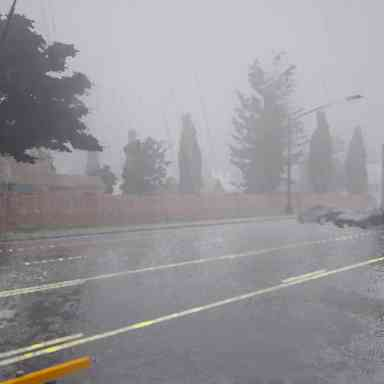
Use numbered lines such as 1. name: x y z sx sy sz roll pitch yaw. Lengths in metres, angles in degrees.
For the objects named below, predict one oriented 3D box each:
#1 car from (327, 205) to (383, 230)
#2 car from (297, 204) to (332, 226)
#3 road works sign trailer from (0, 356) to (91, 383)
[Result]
1. car: 11.688 1.705 22.445 5.357 1.411 2.033 0 -1 -38
2. car: 10.052 1.710 25.613 4.892 1.490 1.837 0 -1 -38
3. road works sign trailer: -2.247 0.516 2.704 2.880 3.560 2.380 0 -1 -38
